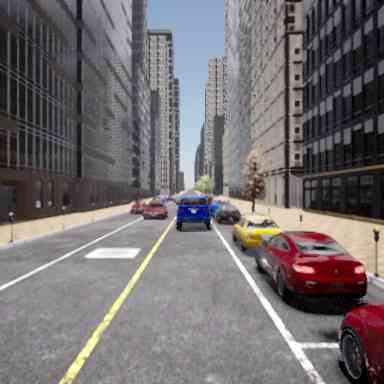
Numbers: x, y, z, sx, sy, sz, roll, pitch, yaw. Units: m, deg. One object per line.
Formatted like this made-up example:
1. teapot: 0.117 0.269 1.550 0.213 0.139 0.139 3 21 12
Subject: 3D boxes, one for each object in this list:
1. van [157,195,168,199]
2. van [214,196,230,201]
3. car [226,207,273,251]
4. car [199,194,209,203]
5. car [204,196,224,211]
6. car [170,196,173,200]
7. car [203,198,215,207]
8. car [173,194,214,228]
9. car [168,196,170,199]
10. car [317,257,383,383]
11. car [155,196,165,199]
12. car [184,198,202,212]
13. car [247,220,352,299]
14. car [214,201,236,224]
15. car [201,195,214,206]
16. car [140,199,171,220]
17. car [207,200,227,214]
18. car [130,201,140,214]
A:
1. van: -5.690 1.464 59.516 1.690 1.788 3.998 0 0 0
2. van: 2.690 1.422 31.028 1.690 1.788 3.998 0 0 0
3. car: 2.689 1.565 14.104 1.752 1.417 4.829 0 0 0
4. car: 2.692 1.455 76.605 2.192 1.841 5.009 0 0 0
5. car: 2.690 1.413 42.423 2.192 1.841 5.009 0 0 0
6. car: -3.000 1.649 70.318 2.128 1.511 4.902 0 0 0
7. car: 2.691 1.640 53.986 1.752 1.417 4.829 0 0 0
8. car: 0.101 1.284 22.613 2.150 2.045 5.566 0 0 0
9. car: -5.689 1.710 88.003 1.947 1.339 4.313 0 0 0
10. car: 2.689 1.590 2.540 1.802 1.307 4.206 0 0 0
11. car: -5.690 1.697 53.817 1.802 1.307 4.206 0 0 0
12. car: 0.100 1.589 41.679 2.128 1.511 4.902 0 0 0
13. car: 2.689 1.605 8.237 1.802 1.307 4.206 0 0 0
14. car: 2.690 1.619 25.330 2.008 1.369 4.403 0 0 0
15. car: 2.691 1.437 59.515 2.192 1.841 5.009 0 0 0
16. car: -3.098 1.603 29.092 1.812 1.442 4.674 0 0 0
17. car: 2.690 1.635 36.726 1.887 1.381 4.507 0 0 0
18. car: -5.690 1.673 36.726 1.802 1.307 4.206 0 0 0
